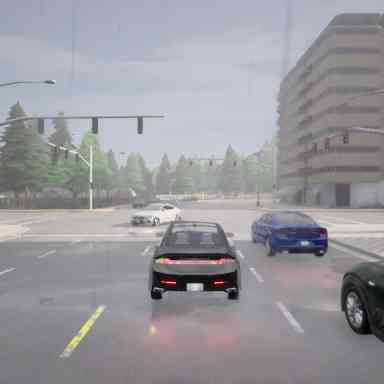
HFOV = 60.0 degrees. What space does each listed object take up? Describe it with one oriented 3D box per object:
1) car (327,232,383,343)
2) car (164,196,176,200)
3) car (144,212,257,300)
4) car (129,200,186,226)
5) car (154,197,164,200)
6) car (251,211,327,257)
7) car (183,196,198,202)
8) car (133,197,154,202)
[{"bbox_3d":[3.601,1.352,3.883,2.097,1.767,4.553,0,0,0],"label":"car"},{"bbox_3d":[-4.506,1.525,65.455,1.812,1.442,4.674,0,0,18],"label":"car"},{"bbox_3d":[0.068,1.491,8.389,2.128,1.511,4.902,0,0,0],"label":"car"},{"bbox_3d":[-2.379,1.531,22.829,1.812,1.442,4.674,-1,-1,26],"label":"car"},{"bbox_3d":[-6.445,1.564,55.963,1.994,1.385,4.181,0,0,5],"label":"car"},{"bbox_3d":[3.588,1.478,13.034,1.882,1.535,5.008,0,0,0],"label":"car"},{"bbox_3d":[-0.360,1.524,74.592,1.812,1.442,4.674,0,0,31],"label":"car"},{"bbox_3d":[-7.021,1.547,46.592,2.033,1.411,5.357,0,0,1],"label":"car"}]
